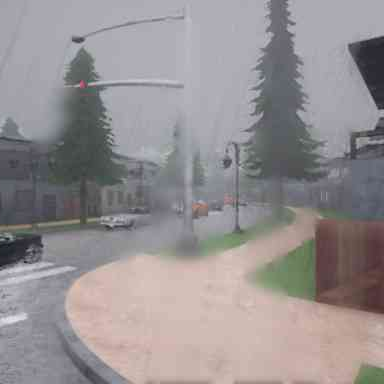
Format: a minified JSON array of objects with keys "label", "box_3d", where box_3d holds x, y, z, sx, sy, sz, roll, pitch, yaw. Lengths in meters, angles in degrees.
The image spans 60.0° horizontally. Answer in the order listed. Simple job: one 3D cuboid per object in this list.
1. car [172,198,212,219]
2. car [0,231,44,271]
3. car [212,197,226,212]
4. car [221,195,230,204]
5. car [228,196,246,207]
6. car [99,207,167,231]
[{"label":"car","box_3d":[-0.078,1.359,29.138,2.097,1.767,4.553,0,0,19]},{"label":"car","box_3d":[-5.878,1.602,8.863,1.895,1.301,4.718,0,0,2]},{"label":"car","box_3d":[2.513,1.576,38.703,1.994,1.385,4.181,0,0,10]},{"label":"car","box_3d":[6.088,1.379,61.045,2.097,1.767,4.553,0,0,-11]},{"label":"car","box_3d":[7.121,1.581,51.295,1.994,1.385,4.181,0,0,0]},{"label":"car","box_3d":[-3.577,1.605,20.927,1.895,1.301,4.718,0,0,28]}]
